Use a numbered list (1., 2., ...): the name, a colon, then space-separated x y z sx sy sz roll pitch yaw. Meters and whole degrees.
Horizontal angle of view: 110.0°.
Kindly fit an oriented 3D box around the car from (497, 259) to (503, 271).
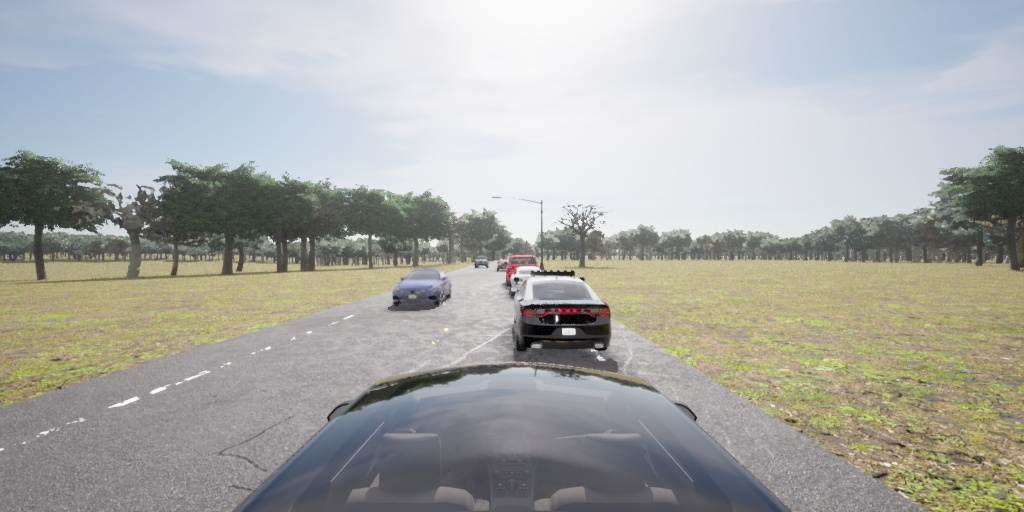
1. car: -1.074 1.290 49.196 1.812 1.442 4.674 0 0 -1

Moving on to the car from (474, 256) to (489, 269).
1. car: -5.002 0.998 58.828 2.150 2.045 5.566 0 0 -1

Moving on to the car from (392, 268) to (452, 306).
1. car: -3.777 1.276 15.804 1.812 1.442 4.674 0 0 -1

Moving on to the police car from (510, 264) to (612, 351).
1. police car: 1.009 1.174 9.115 1.930 1.638 5.238 0 0 -1

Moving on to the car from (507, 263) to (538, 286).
1. car: 0.836 1.275 19.041 1.812 1.442 4.674 0 0 -1

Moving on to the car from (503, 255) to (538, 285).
1. car: 0.666 0.974 25.087 2.150 2.045 5.566 0 0 -2
